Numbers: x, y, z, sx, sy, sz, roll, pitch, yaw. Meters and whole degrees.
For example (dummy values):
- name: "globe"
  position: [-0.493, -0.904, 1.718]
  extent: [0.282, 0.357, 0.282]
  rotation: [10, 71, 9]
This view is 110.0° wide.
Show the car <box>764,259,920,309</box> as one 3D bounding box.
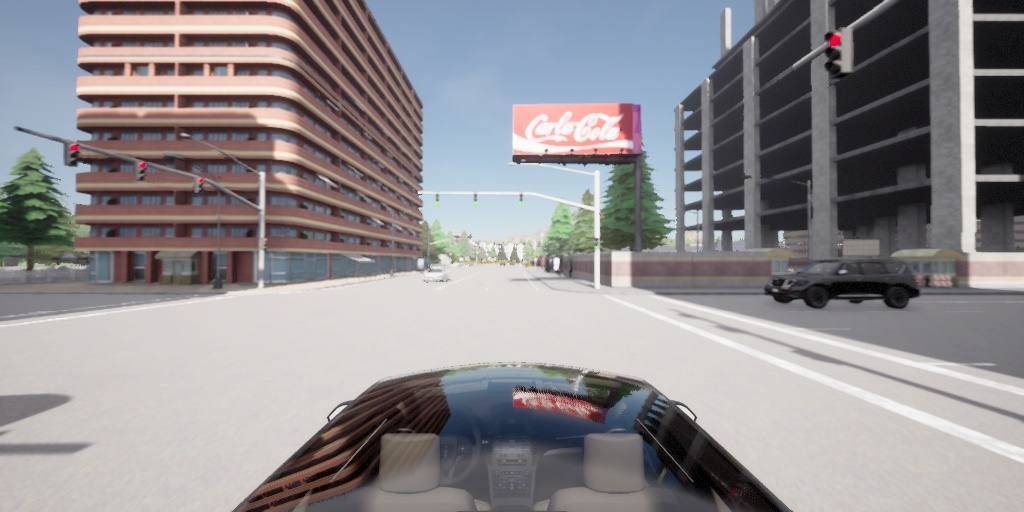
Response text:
- name: "car"
  position: [14.282, 1.159, 15.695]
  extent: [5.566, 2.045, 2.150]
  rotation: [0, -1, 0]

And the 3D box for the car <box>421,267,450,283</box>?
- name: "car"
  position: [-6.979, 1.751, 33.198]
  extent: [1.812, 1.442, 4.674]
  rotation: [0, 0, 0]
